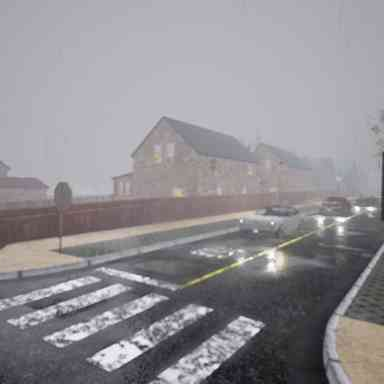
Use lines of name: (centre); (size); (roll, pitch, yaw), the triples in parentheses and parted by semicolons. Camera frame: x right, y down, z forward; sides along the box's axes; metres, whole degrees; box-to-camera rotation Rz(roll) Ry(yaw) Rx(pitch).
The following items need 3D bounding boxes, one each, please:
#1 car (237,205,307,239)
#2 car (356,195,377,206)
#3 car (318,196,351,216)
car: (4.025, 1.354, 16.206); (1.895, 1.301, 4.718); (2, 2, 35)
car: (21.635, 1.001, 41.247); (1.895, 1.301, 4.718); (2, 2, 35)
car: (11.855, 1.105, 27.408); (1.812, 1.442, 4.674); (2, 2, 35)
